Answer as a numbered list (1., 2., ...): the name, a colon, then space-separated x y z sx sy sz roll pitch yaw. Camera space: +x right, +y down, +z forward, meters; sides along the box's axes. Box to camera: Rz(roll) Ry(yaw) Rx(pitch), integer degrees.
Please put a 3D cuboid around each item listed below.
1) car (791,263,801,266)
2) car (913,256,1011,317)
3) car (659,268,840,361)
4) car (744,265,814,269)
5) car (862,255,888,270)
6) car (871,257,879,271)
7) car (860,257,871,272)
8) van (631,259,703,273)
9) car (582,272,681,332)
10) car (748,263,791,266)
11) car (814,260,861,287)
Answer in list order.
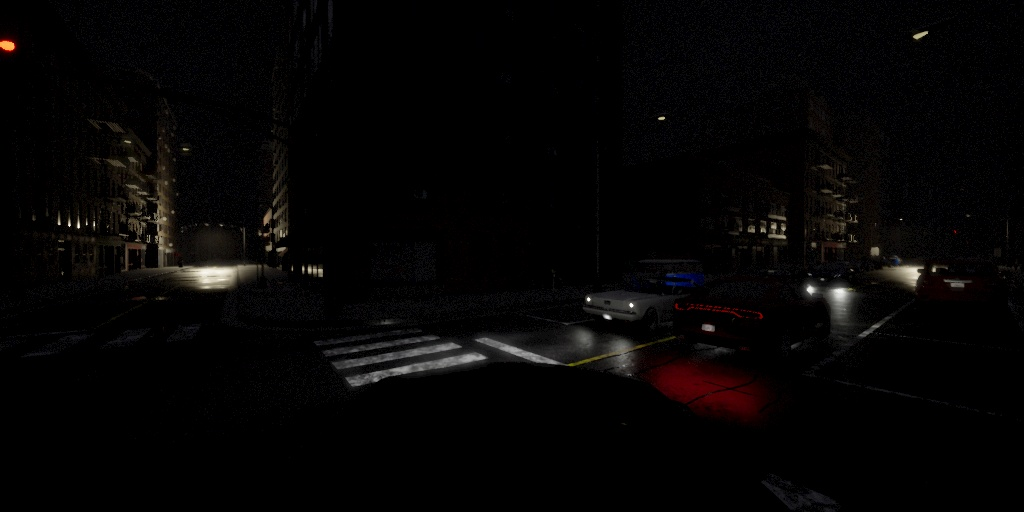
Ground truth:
1. car: 19.918 1.183 26.019 4.507 1.381 1.888 0 0 -37
2. car: 16.263 1.014 13.008 5.009 1.841 2.192 0 0 -37
3. car: 5.701 1.205 8.325 5.008 1.535 1.882 0 0 -37
4. car: 12.319 1.285 16.982 4.718 1.301 1.895 0 0 -38
5. car: 45.677 0.844 45.732 5.009 1.841 2.192 0 0 -37
6. car: 41.384 1.113 42.446 4.313 1.339 1.948 0 0 -37
7. car: 37.091 1.116 39.161 4.403 1.370 2.007 0 0 -37
8. van: 7.038 1.032 16.162 3.998 1.789 1.690 0 0 -37
9. car: 4.362 1.318 10.885 4.718 1.301 1.895 0 0 -35
10. car: 15.624 1.222 22.733 4.313 1.339 1.948 0 0 -37
11. car: 21.194 1.173 23.758 4.674 1.442 1.812 0 0 -37
